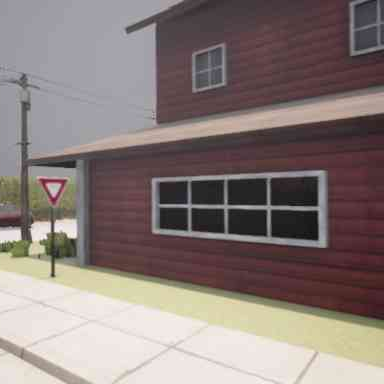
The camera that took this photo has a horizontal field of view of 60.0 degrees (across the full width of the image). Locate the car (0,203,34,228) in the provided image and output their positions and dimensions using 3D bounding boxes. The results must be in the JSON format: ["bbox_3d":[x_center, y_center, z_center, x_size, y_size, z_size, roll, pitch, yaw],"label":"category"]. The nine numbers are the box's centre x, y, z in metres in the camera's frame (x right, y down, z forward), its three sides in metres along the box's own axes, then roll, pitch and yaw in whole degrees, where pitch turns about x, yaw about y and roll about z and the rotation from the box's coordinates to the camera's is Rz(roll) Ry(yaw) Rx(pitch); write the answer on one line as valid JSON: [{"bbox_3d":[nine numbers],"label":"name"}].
[{"bbox_3d":[-13.016,1.623,21.927,2.097,1.767,4.553,-1,0,36],"label":"car"}]
